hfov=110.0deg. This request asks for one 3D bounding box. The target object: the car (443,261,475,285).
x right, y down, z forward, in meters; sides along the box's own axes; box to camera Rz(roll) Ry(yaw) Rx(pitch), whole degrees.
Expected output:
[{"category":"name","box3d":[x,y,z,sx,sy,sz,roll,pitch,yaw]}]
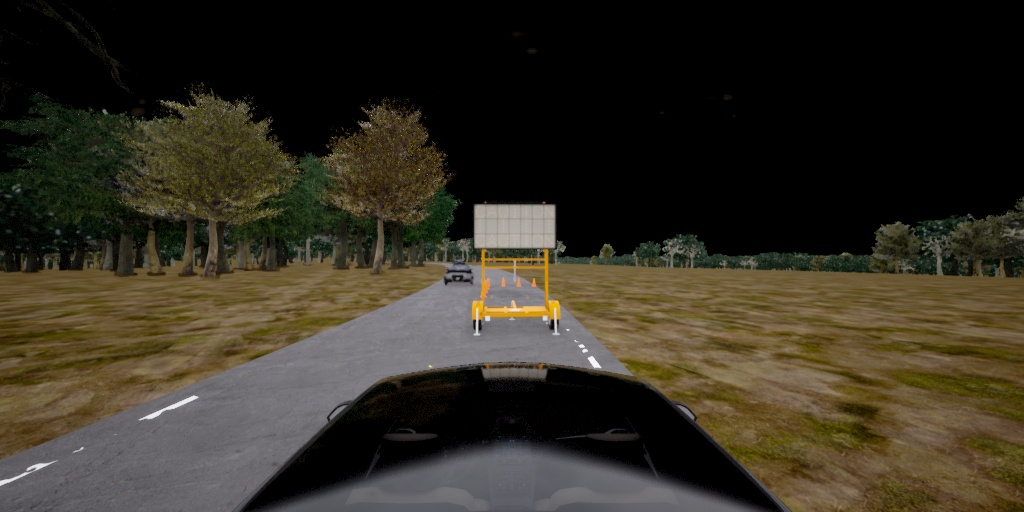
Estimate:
[{"category":"car","box3d":[-3.718,1.312,25.720,1.994,1.385,4.181,0,0,-4]}]

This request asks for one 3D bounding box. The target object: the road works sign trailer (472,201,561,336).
[{"category":"road works sign trailer","box3d":[0.079,0.214,10.447,2.380,3.560,2.880,0,0,-2]}]
